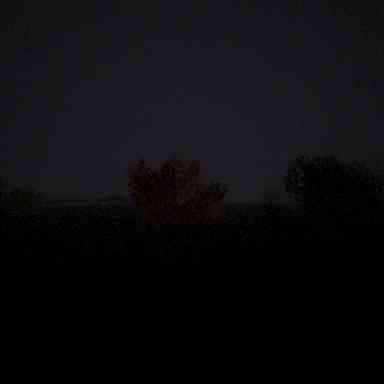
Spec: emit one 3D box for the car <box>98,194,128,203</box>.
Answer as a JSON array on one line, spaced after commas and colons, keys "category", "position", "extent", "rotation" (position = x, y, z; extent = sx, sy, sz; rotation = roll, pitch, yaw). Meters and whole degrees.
[{"category": "car", "position": [-13.398, 1.113, 56.694], "extent": [2.033, 1.411, 5.357], "rotation": [0, 0, 36]}]
